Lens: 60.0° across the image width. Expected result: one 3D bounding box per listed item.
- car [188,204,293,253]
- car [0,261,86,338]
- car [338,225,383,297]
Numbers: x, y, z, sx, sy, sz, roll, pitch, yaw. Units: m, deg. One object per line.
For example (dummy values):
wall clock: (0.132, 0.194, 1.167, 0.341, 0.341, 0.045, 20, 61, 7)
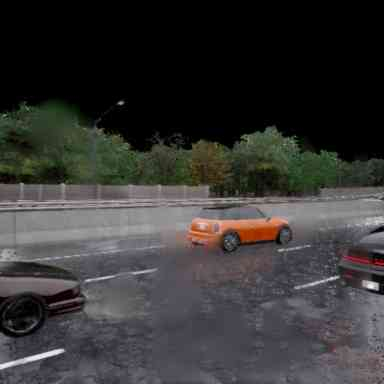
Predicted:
car: (2.120, 1.345, 13.853, 4.553, 1.767, 2.097, 0, 0, -36)
car: (-4.450, 1.548, 4.871, 5.357, 1.411, 2.033, 0, 0, -35)
car: (5.323, 1.499, 7.664, 4.892, 1.490, 1.837, 0, 0, -35)
